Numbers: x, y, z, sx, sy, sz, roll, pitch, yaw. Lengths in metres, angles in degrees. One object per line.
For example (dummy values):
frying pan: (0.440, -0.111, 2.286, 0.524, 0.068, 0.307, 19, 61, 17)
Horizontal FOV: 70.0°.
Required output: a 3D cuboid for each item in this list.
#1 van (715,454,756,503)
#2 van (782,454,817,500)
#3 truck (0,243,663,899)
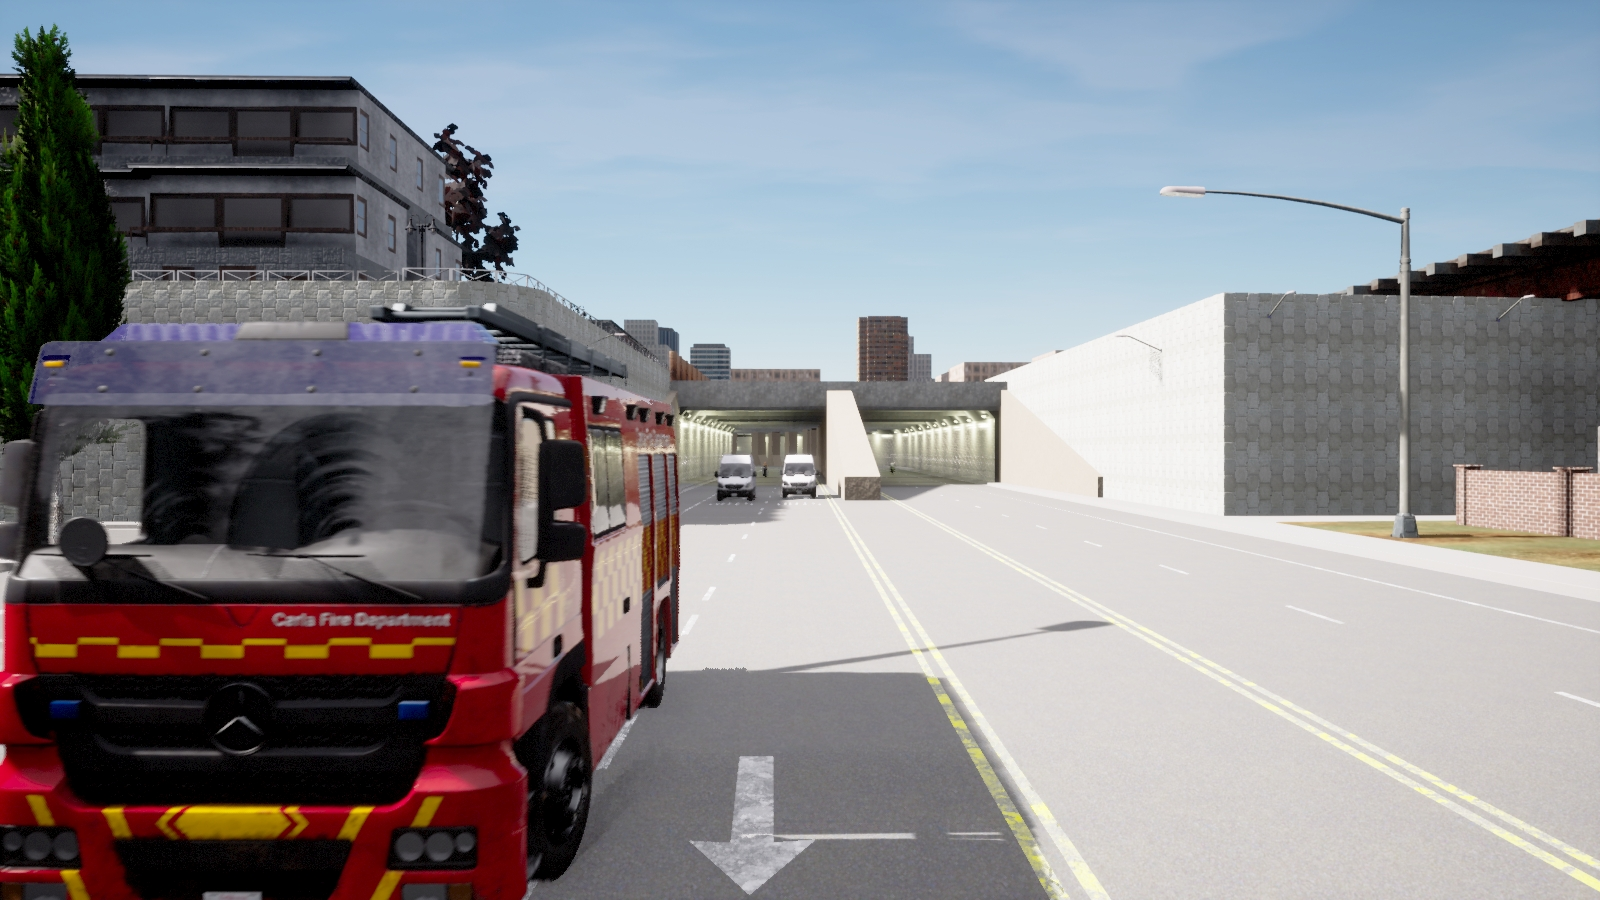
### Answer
van: (-3.551, 1.533, 64.168, 1.988, 2.561, 5.915, 0, 0, 0)
van: (-0.053, 1.533, 67.704, 1.988, 2.561, 5.915, 0, 0, 0)
truck: (-3.156, 0.889, 9.849, 2.891, 3.827, 8.468, 0, 0, 0)
